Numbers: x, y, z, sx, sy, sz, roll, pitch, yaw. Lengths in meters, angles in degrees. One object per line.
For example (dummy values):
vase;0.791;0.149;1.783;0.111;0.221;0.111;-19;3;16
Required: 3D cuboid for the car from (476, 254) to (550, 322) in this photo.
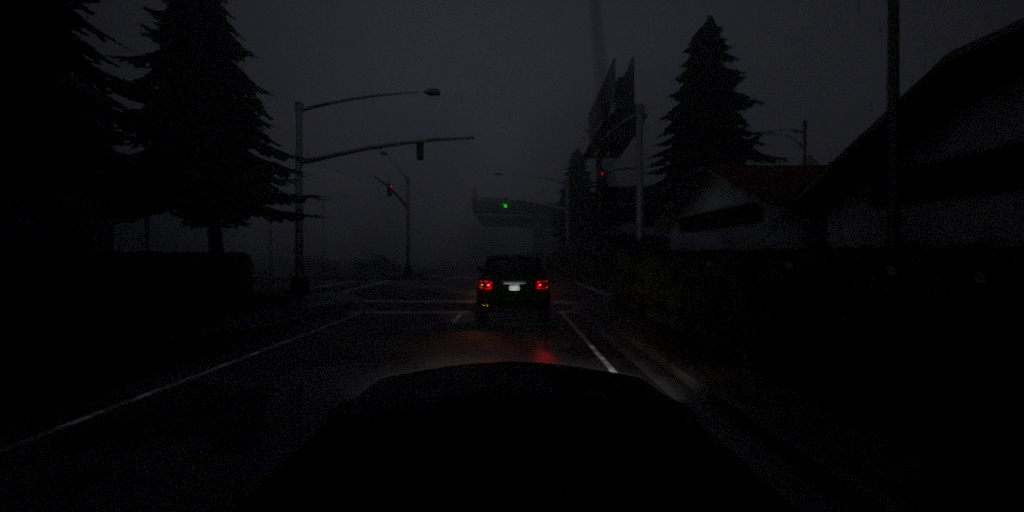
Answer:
car;-0.033;0.958;12.338;2.150;2.045;5.566;0;0;-2
